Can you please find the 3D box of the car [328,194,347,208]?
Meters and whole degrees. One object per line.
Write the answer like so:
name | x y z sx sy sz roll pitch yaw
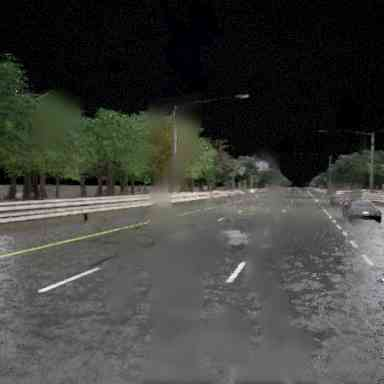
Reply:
car | 16.269 0.928 36.822 2.128 1.511 4.902 1 1 19

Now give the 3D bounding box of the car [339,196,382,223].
car | 11.489 1.231 22.687 1.994 1.385 4.181 1 1 19
